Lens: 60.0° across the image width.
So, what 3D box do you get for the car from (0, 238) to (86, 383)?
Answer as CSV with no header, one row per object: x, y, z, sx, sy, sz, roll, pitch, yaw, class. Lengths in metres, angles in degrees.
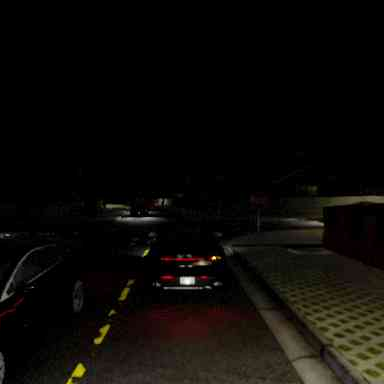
-2.973,1.516,4.786,2.128,1.511,4.902,0,0,-2,car

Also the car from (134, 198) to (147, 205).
-11.564,2.157,75.064,2.128,1.511,4.902,0,-1,-18,car

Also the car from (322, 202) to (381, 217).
11.844,1.367,22.737,5.357,1.411,2.033,-1,0,3,car

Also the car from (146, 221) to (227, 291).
-0.176,1.555,9.187,1.837,1.490,4.892,0,0,-2,car

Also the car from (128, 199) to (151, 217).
-5.500,1.798,34.834,1.812,1.442,4.674,0,-1,-8,car

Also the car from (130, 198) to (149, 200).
-7.391,1.868,46.264,1.882,1.535,5.008,0,-1,-11,car

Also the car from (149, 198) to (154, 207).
-8.765,1.977,65.339,2.097,1.767,4.553,0,-1,-16,car

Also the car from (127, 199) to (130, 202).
-11.509,2.136,64.729,1.837,1.490,4.892,0,-1,-14,car
